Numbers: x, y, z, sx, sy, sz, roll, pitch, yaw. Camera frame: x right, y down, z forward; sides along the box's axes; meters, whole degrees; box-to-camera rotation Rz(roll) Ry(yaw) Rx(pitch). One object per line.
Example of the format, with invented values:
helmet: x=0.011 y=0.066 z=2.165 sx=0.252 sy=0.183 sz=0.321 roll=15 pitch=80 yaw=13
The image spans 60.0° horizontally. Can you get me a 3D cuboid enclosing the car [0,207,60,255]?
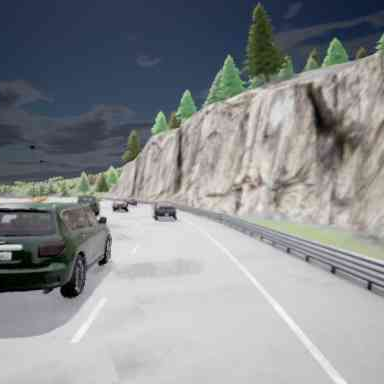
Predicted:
car: x=-7.652 y=1.586 z=14.905 sx=1.882 sy=1.535 sz=5.008 roll=0 pitch=0 yaw=-5

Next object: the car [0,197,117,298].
car: x=-3.613 y=1.276 z=8.746 sx=2.150 sy=2.045 sz=5.566 roll=0 pitch=0 yaw=-4

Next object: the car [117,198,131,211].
car: x=-9.469 y=1.789 z=43.461 sx=1.895 sy=1.301 sz=4.718 roll=-1 pitch=0 yaw=-16

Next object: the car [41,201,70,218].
car: x=-14.147 y=1.764 z=34.758 sx=2.033 sy=1.411 sz=5.357 roll=0 pitch=0 yaw=-15

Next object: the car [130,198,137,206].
car: x=-11.204 y=1.731 z=59.661 sx=2.128 sy=1.511 sz=4.902 roll=0 pitch=0 yaw=-22

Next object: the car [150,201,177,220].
car: x=-2.530 y=1.594 z=29.387 sx=1.837 sy=1.490 sz=4.892 roll=0 pitch=0 yaw=-11
